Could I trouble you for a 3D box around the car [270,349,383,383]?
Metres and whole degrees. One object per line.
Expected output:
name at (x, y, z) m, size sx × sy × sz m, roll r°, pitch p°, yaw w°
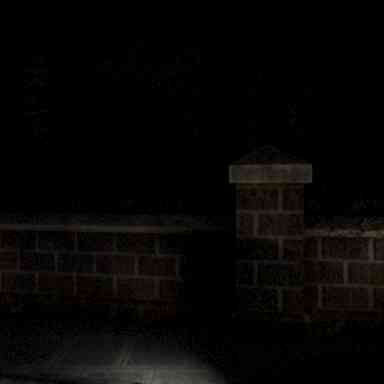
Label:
car at (2.772, 1.527, 1.855) m, size 4.674 × 1.442 × 1.812 m, roll 0°, pitch 0°, yaw 9°
